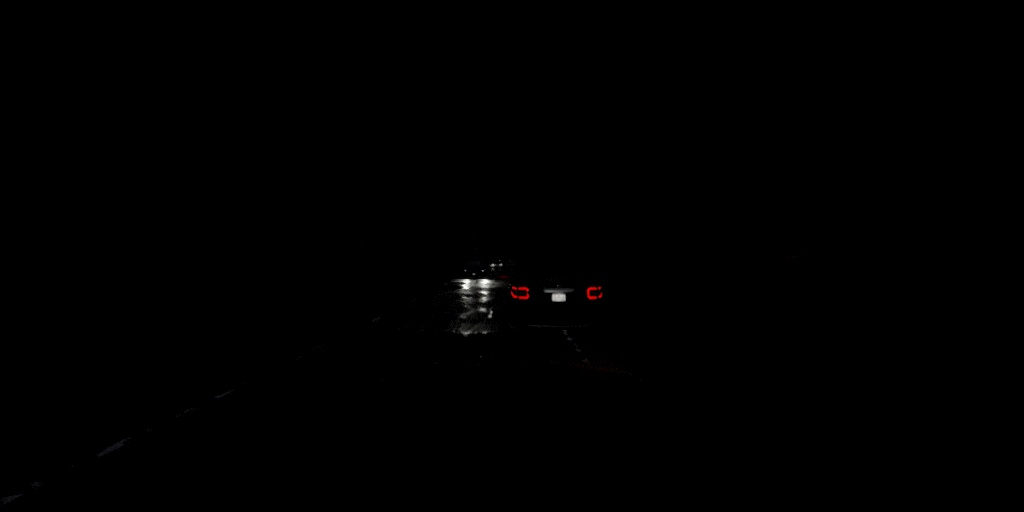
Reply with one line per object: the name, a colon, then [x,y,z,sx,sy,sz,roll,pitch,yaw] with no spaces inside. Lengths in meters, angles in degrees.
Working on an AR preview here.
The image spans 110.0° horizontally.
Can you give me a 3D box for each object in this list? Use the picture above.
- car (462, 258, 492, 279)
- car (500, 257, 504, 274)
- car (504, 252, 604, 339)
car: [-2.897,1.090,29.619,1.812,1.442,4.674,0,0,0]
car: [0.004,0.993,36.656,1.882,1.535,5.008,0,1,0]
car: [0.950,0.920,9.990,2.150,2.045,5.566,0,0,0]
